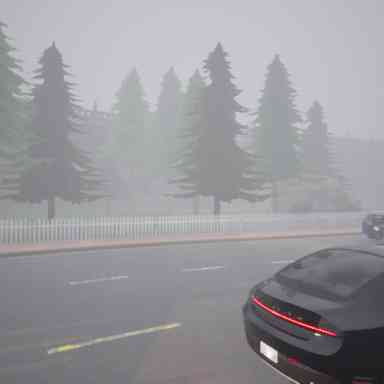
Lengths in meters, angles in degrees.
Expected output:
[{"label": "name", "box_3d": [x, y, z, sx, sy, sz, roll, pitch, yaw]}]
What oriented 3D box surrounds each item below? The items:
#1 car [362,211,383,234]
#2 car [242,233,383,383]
[{"label": "car", "box_3d": [10.753, 1.296, 15.664, 5.566, 2.045, 2.150, 1, 0, -20]}, {"label": "car", "box_3d": [3.043, 1.527, 4.733, 4.892, 1.490, 1.837, 0, 0, -25]}]
